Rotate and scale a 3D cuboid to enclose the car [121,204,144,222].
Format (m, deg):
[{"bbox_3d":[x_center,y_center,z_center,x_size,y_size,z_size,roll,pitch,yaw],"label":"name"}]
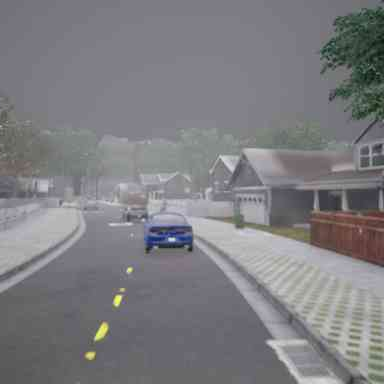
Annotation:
[{"bbox_3d":[-5.054,1.768,29.235,2.128,1.511,4.902,0,0,-19],"label":"car"}]

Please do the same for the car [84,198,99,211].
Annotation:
[{"bbox_3d":[-14.950,1.989,49.124,1.812,1.442,4.674,0,-1,-19],"label":"car"}]

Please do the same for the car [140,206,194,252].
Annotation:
[{"bbox_3d":[-1.178,1.618,14.707,1.882,1.535,5.008,0,0,-10],"label":"car"}]
